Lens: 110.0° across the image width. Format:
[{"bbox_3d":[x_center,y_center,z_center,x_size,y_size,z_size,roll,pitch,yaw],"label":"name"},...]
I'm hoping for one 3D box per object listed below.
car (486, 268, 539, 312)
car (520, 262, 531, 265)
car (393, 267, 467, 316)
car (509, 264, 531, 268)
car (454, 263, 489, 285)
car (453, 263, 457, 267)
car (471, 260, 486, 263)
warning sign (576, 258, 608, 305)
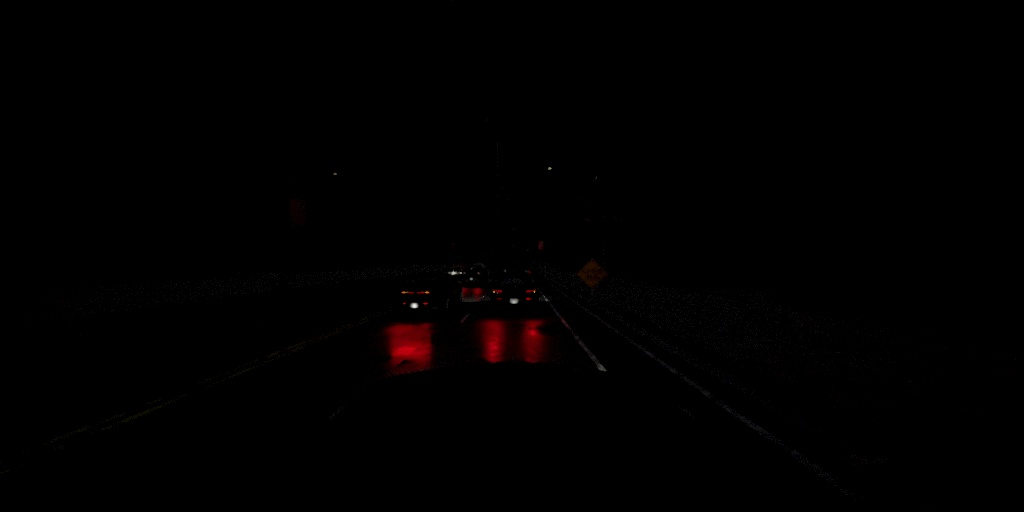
[{"bbox_3d":[0.112,1.408,14.782,1.812,1.442,4.674,0,0,1],"label":"car"},{"bbox_3d":[2.277,1.790,64.460,2.097,1.767,4.553,0,-1,2],"label":"car"},{"bbox_3d":[-3.149,1.381,14.139,1.837,1.490,4.892,0,0,1],"label":"car"},{"bbox_3d":[0.287,1.605,29.406,1.994,1.385,4.181,0,0,2],"label":"car"},{"bbox_3d":[-2.973,1.528,29.099,2.128,1.511,4.902,0,-1,1],"label":"car"},{"bbox_3d":[-8.783,1.871,60.675,1.882,1.535,5.008,0,0,3],"label":"car"},{"bbox_3d":[-5.536,1.612,60.466,2.150,2.045,5.566,0,-1,3],"label":"car"},{"bbox_3d":[3.279,0.997,14.648,1.300,1.860,1.060,0,0,0],"label":"warning sign"}]
